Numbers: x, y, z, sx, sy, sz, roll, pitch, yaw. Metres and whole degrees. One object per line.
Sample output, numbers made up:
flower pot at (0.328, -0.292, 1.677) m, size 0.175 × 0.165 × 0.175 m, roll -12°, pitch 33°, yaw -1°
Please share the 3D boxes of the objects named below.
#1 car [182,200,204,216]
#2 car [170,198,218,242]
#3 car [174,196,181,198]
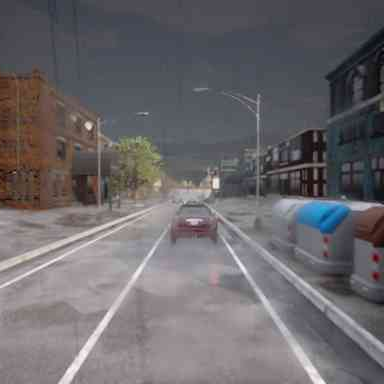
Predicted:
car at (0.098, 1.597, 34.349) m, size 2.033 × 1.411 × 5.357 m, roll 0°, pitch 0°, yaw 0°
car at (0.101, 1.351, 16.344) m, size 2.097 × 1.767 × 4.553 m, roll 0°, pitch 0°, yaw 0°
car at (-3.003, 1.629, 68.794) m, size 1.812 × 1.442 × 4.674 m, roll 0°, pitch 0°, yaw 0°
